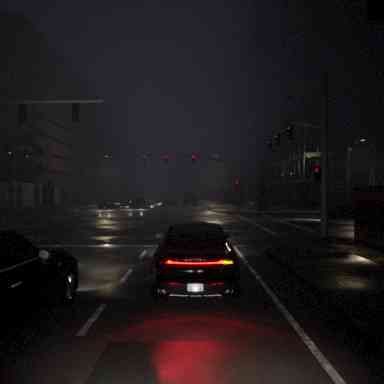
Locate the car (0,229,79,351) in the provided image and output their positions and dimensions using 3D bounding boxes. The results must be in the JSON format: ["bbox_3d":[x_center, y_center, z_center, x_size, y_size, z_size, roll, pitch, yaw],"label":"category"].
[{"bbox_3d":[-3.445,1.352,5.196,2.097,1.767,4.553,0,0,0],"label":"car"}]

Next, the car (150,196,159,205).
[{"bbox_3d":[-7.382,1.475,57.154,1.882,1.535,5.008,0,0,1],"label":"car"}]

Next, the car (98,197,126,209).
[{"bbox_3d":[-10.925,1.545,44.579,2.033,1.411,5.357,0,0,3],"label":"car"}]

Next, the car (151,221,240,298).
[{"bbox_3d":[0.082,1.504,8.518,1.837,1.490,4.892,0,0,0],"label":"car"}]

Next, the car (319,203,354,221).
[{"bbox_3d":[12.821,1.618,27.748,4.181,1.385,1.994,0,0,0],"label":"car"}]

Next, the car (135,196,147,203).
[{"bbox_3d":[-10.666,1.520,69.576,1.812,1.442,4.674,0,0,1],"label":"car"}]

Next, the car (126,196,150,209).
[{"bbox_3d":[-7.456,1.503,46.467,1.837,1.490,4.892,0,0,0],"label":"car"}]

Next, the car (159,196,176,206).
[{"bbox_3d":[-3.722,1.561,54.487,1.994,1.385,4.181,0,0,0],"label":"car"}]

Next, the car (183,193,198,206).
[{"bbox_3d":[-0.238,1.219,53.094,2.150,2.045,5.566,0,0,0],"label":"car"}]
